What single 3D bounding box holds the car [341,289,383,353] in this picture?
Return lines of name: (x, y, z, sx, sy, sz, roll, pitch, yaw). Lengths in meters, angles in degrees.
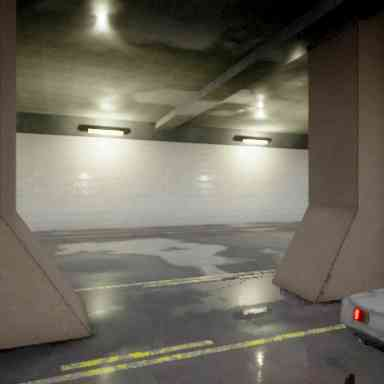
car: (4.487, 1.608, 4.473, 4.718, 1.301, 1.895, 0, 0, -21)
